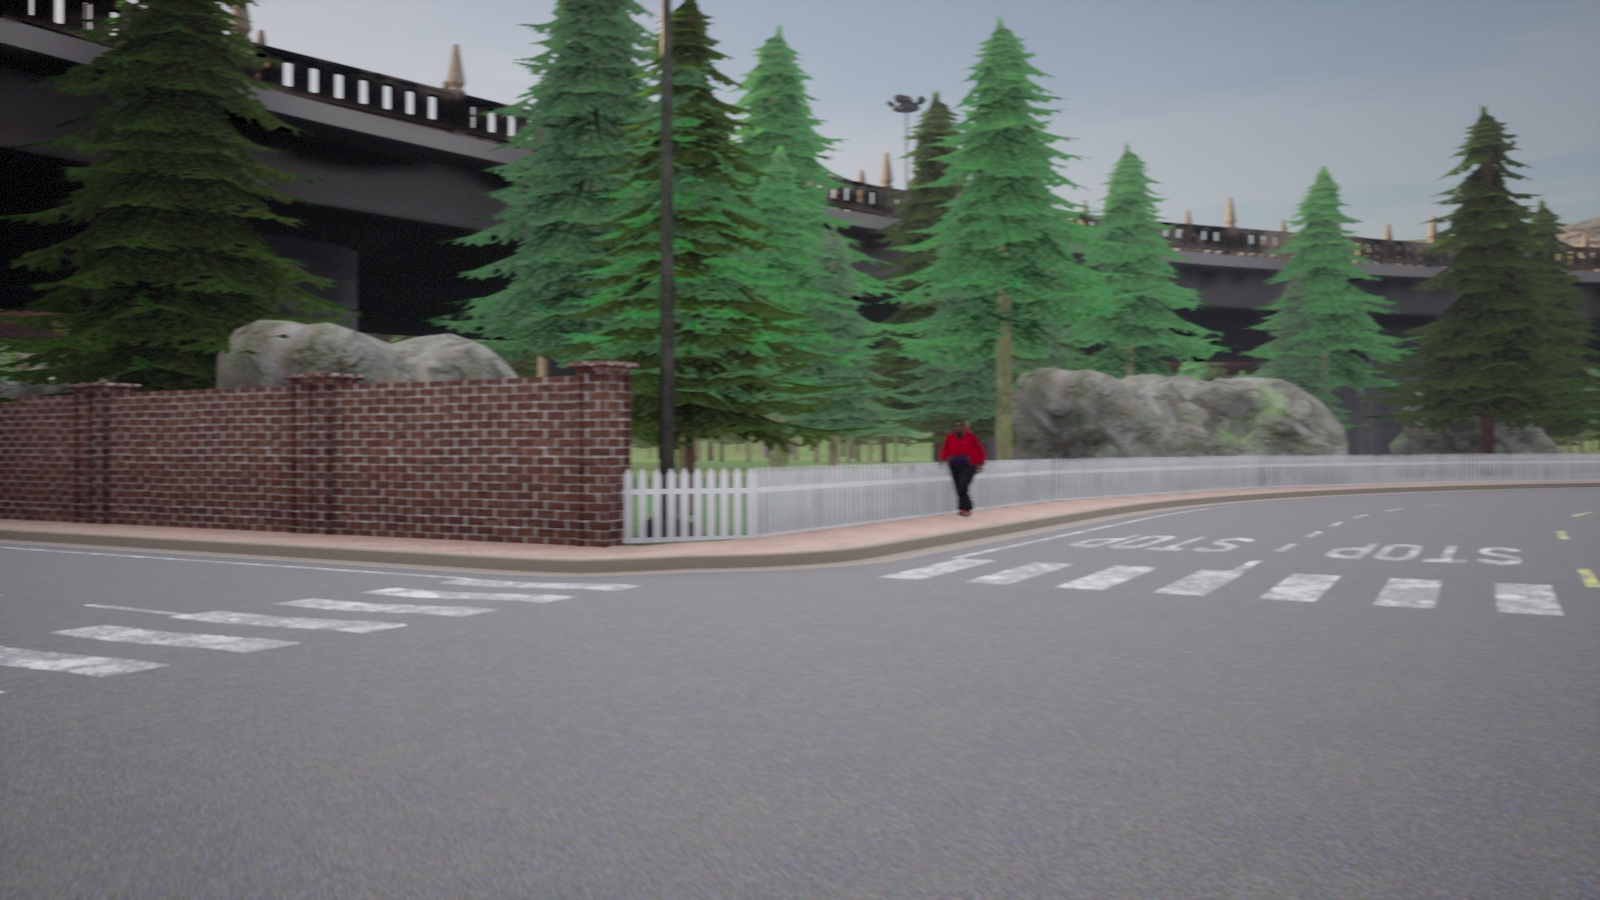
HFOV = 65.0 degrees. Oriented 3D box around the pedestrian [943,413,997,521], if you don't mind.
[{"bbox_3d":[2.991,0.287,22.040,0.634,1.844,0.899,0,0,30],"label":"pedestrian"}]
